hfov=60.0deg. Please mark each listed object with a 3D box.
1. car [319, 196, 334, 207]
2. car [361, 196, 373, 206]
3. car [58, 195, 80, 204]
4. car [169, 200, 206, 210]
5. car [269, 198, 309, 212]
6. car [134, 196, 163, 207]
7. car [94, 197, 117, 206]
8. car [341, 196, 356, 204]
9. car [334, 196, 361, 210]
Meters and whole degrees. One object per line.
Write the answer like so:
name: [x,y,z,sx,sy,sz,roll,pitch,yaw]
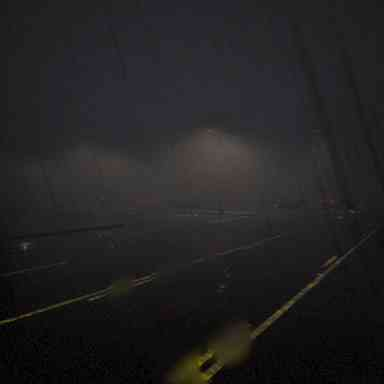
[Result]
car: [20.492,1.352,49.638,2.097,1.767,4.553,0,0,34]
car: [29.336,1.482,56.300,2.128,1.511,4.902,0,0,35]
car: [-22.792,1.492,61.421,4.902,1.511,2.128,0,0,34]
car: [-0.675,1.601,42.071,4.718,1.301,1.895,0,0,36]
car: [11.389,1.491,39.257,4.902,1.511,2.128,0,1,-19]
car: [-6.706,1.355,50.493,4.553,1.767,2.097,0,0,34]
car: [-14.565,1.564,55.844,4.181,1.385,1.994,0,0,34]
car: [29.640,1.486,62.853,1.812,1.442,4.674,0,0,34]
car: [20.134,1.505,42.924,1.837,1.490,4.892,0,0,34]
